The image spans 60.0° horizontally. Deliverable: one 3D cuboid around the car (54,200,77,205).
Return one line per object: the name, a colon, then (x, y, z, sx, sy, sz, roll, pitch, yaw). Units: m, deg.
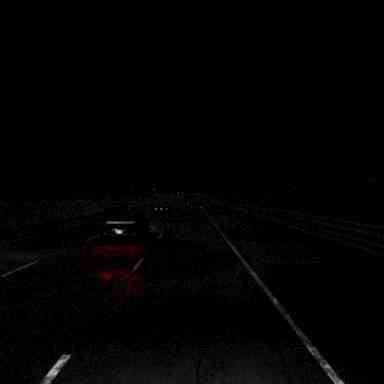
car: (-20.994, 2.159, 56.428, 1.882, 1.535, 5.008, 0, -1, 0)

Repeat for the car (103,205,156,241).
car: (-3.392, 1.671, 17.893, 2.128, 1.511, 4.902, 0, -1, 0)

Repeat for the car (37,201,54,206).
car: (-24.486, 2.208, 56.381, 1.812, 1.442, 4.674, 0, -1, 0)

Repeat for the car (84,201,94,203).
car: (-17.502, 2.208, 56.659, 1.812, 1.442, 4.674, 0, -1, 1)

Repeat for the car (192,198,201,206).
car: (1.089, 2.449, 82.348, 2.097, 1.767, 4.553, 0, -1, 0)

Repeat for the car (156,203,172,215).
car: (-3.386, 1.983, 39.349, 2.033, 1.411, 5.357, 0, -1, 0)

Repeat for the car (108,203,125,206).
car: (-6.886, 1.834, 30.931, 1.837, 1.490, 4.892, 0, 0, 0)

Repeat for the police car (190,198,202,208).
police car: (1.082, 2.266, 66.487, 1.930, 1.638, 5.238, 0, -1, 0)
